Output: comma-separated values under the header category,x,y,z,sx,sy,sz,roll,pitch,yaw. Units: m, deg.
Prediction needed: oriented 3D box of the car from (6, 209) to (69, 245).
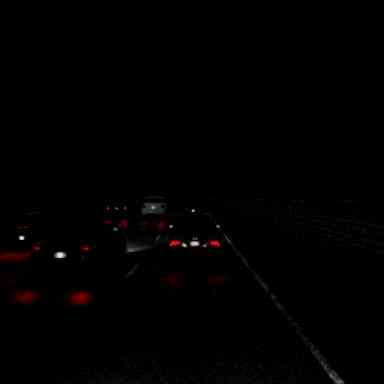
category,x,y,z,sx,sy,sz,roll,pitch,yaw
car,-6.895,1.598,15.920,1.837,1.490,4.892,0,0,0

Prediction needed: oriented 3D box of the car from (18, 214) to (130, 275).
category,x,y,z,sx,sy,sz,roll,pitch,yaw
car,-3.417,1.625,10.661,1.994,1.385,4.181,0,0,0

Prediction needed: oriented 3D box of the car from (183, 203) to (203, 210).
category,x,y,z,sx,sy,sz,roll,pitch,yaw
car,0.125,1.765,33.301,1.994,1.385,4.181,0,0,0

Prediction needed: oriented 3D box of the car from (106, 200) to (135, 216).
category,x,y,z,sx,sy,sz,roll,pitch,yaw
car,-6.868,1.540,32.432,2.097,1.767,4.553,1,0,0

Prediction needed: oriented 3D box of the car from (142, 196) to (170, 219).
category,x,y,z,sx,sy,sz,roll,pitch,yaw
car,-3.379,1.413,31.754,2.150,2.045,5.566,0,0,0

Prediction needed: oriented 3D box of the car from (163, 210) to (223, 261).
category,x,y,z,sx,sy,sz,roll,pitch,yaw
car,0.096,1.619,12.510,2.033,1.411,5.357,0,0,0
